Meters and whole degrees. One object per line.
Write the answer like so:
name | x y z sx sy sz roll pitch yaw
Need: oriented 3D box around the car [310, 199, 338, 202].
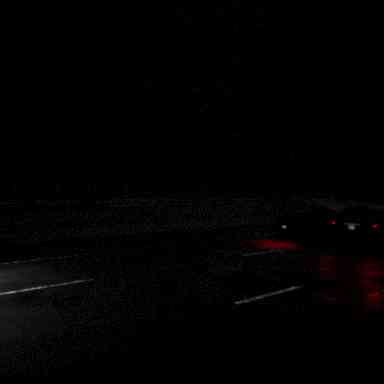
car | 15.401 1.617 40.784 4.674 1.442 1.812 1 0 -35

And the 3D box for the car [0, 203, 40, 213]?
car | -14.696 1.585 27.905 4.718 1.301 1.895 0 0 -36

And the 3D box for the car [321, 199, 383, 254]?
car | 7.608 1.331 13.483 4.553 1.767 2.097 0 0 -36

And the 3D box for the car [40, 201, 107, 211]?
car | -9.408 1.469 27.381 4.902 1.511 2.128 0 0 -36

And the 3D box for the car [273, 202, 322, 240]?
car | 6.284 1.459 16.839 5.008 1.535 1.882 0 0 -36
